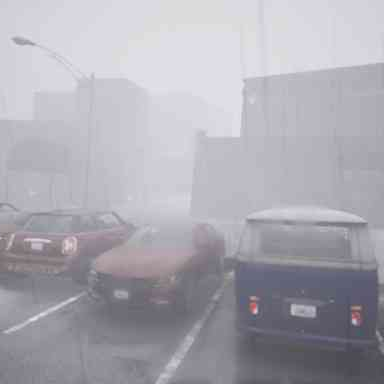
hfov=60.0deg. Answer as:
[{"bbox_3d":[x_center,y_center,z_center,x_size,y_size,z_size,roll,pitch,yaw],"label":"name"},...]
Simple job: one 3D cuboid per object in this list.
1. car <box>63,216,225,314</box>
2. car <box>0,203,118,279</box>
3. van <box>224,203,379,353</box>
[{"bbox_3d":[-0.471,1.410,7.795,2.097,1.535,5.008,1,0,15],"label":"car"},{"bbox_3d":[-2.890,1.247,9.471,2.185,1.767,4.553,1,0,15],"label":"car"},{"bbox_3d":[1.956,1.223,6.197,1.878,1.987,4.442,1,0,16],"label":"van"}]
